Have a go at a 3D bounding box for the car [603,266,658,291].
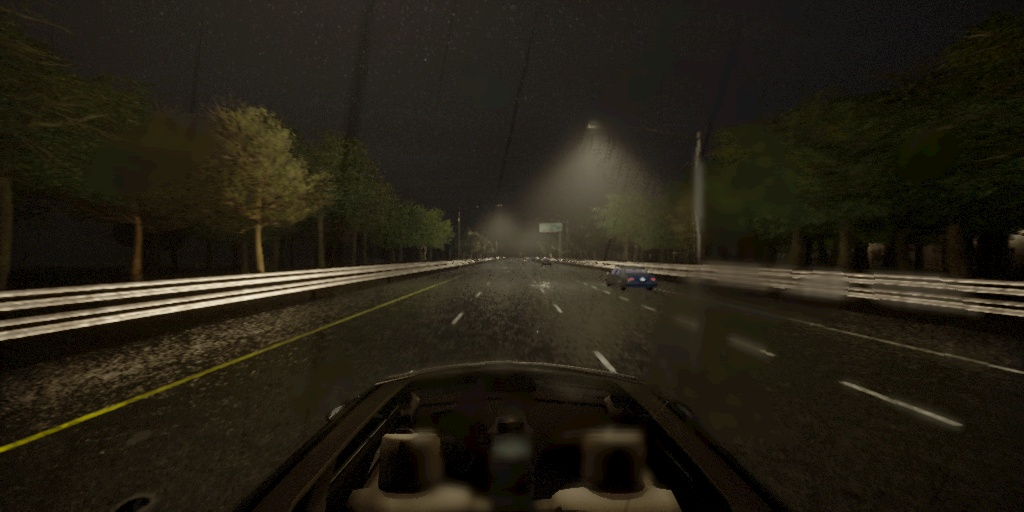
[{"bbox_3d":[7.020,1.311,21.790,2.033,1.411,5.357,0,0,0],"label":"car"}]
